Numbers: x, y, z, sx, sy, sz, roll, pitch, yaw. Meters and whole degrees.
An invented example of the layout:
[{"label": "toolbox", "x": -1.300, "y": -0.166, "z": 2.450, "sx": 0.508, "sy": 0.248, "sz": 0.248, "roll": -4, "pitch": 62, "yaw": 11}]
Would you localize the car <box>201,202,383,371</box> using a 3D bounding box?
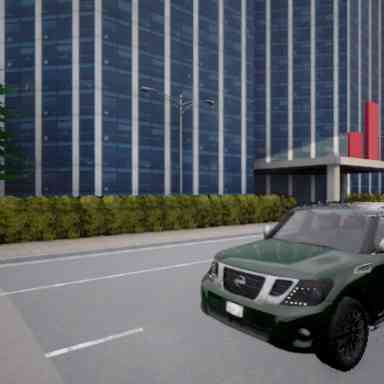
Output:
[{"label": "car", "x": 2.783, "y": 1.223, "z": 6.071, "sx": 5.566, "sy": 2.045, "sz": 2.150, "roll": 1, "pitch": 0, "yaw": -37}]
